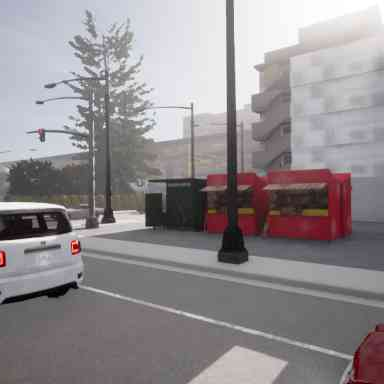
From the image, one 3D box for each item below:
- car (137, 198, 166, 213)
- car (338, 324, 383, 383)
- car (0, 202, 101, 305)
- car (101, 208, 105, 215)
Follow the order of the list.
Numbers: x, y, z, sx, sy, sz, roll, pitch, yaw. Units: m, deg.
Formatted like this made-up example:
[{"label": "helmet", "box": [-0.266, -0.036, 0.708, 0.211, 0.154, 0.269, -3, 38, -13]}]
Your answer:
[{"label": "car", "box": [-4.126, 1.482, 37.595, 2.097, 1.767, 4.553, -1, -1, 36]}, {"label": "car", "box": [3.267, 1.601, 1.653, 4.718, 1.301, 1.895, 0, 0, 35]}, {"label": "car", "box": [-4.748, 1.234, 7.336, 5.566, 2.045, 2.150, 0, 0, 36]}, {"label": "car", "box": [-10.087, 1.732, 29.381, 1.895, 1.301, 4.718, -1, -1, 36]}]
